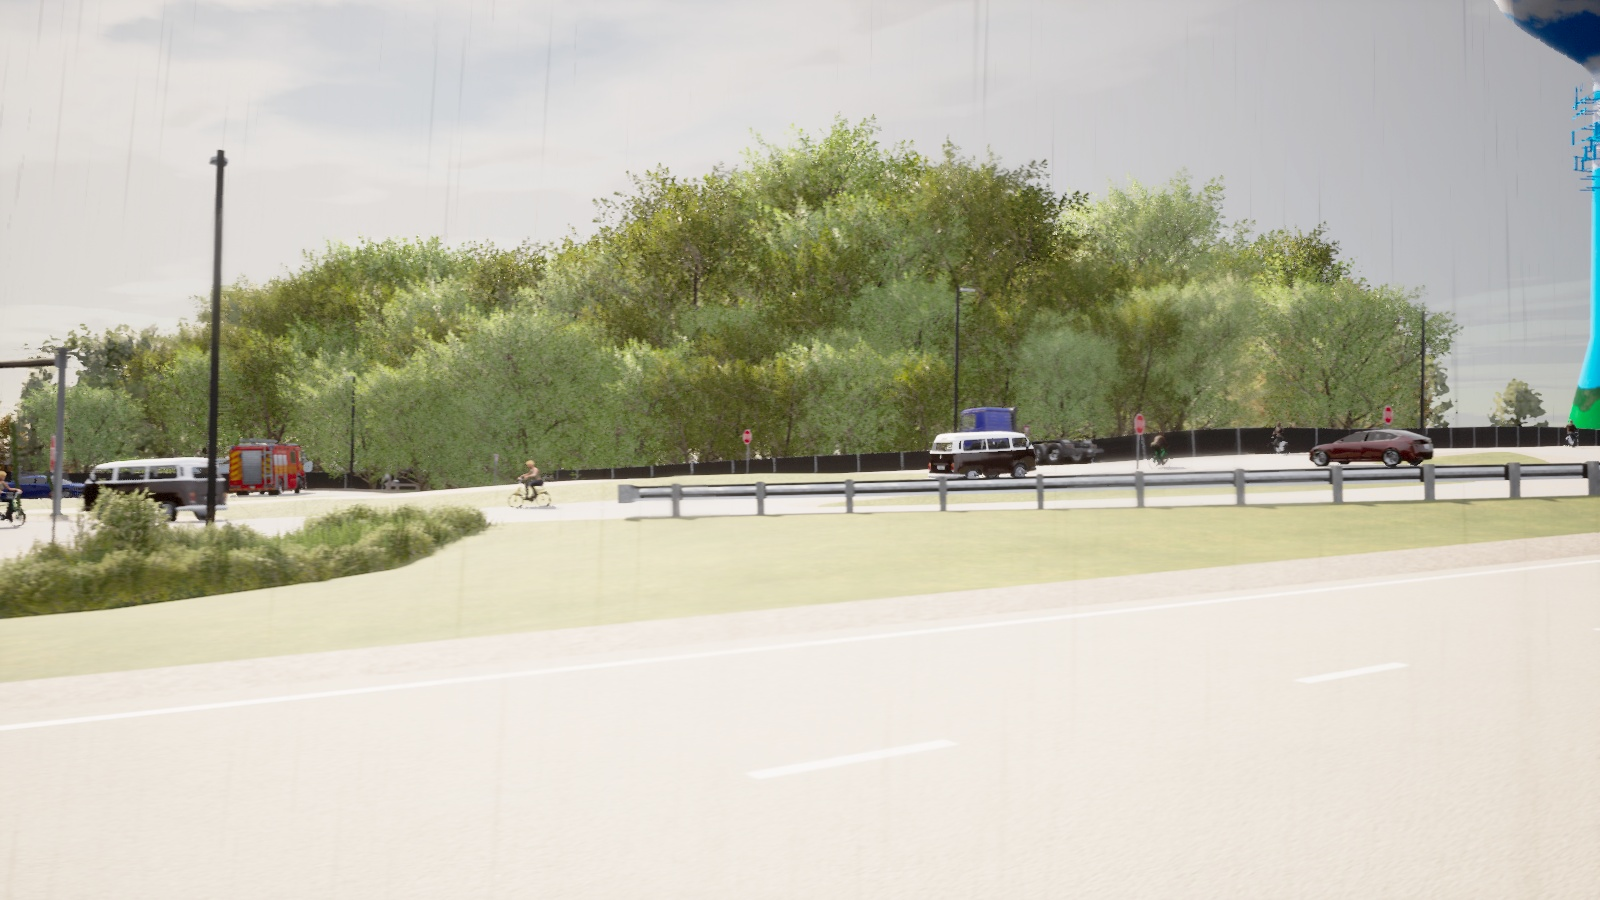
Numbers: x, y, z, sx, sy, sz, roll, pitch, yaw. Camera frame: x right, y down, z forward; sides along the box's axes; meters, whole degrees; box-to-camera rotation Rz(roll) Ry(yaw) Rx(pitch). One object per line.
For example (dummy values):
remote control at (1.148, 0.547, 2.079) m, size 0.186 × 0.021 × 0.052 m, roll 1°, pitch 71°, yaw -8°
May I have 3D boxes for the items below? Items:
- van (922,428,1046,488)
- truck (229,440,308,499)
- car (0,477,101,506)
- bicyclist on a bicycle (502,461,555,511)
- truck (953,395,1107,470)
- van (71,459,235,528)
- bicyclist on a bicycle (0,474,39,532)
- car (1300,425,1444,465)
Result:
van at (7.217, 0.273, 49.127) m, size 4.480 × 2.038 × 2.069 m, roll -4°, pitch 2°, yaw -34°
truck at (-36.814, 1.355, 87.318) m, size 2.891 × 3.827 × 8.468 m, roll -2°, pitch 0°, yaw -8°
car at (-43.832, 2.410, 73.338) m, size 5.008 × 1.535 × 1.882 m, roll -1°, pitch 0°, yaw 3°
bicyclist on a bicycle at (-9.144, 1.197, 42.298) m, size 1.509 × 1.612 × 0.866 m, roll -3°, pitch 1°, yaw -30°
truck at (12.288, -0.834, 67.805) m, size 2.891 × 3.462 × 7.936 m, roll 1°, pitch -4°, yaw -42°
van at (-20.455, 1.394, 39.749) m, size 4.480 × 2.038 × 2.069 m, roll -2°, pitch -2°, yaw 18°
bicyclist on a bicycle at (-22.610, 1.497, 35.686) m, size 1.509 × 1.612 × 0.866 m, roll -1°, pitch -2°, yaw 14°
car at (23.061, -0.189, 50.786) m, size 2.163 × 1.488 × 4.792 m, roll -3°, pitch 1°, yaw -36°
